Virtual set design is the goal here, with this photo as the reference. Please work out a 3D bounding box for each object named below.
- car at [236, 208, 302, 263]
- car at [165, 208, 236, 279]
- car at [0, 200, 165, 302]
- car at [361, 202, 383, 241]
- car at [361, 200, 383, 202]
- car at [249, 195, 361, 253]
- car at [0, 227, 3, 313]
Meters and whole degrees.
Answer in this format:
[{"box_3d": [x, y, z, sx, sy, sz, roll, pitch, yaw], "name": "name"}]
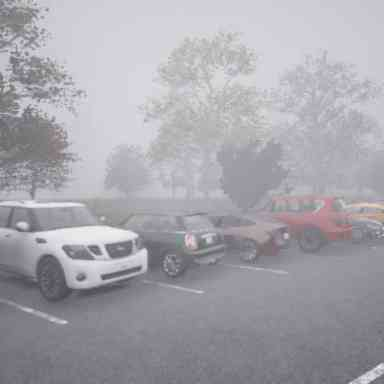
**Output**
[{"box_3d": [1.126, 1.491, 11.989, 4.792, 1.488, 2.163, -1, 0, 35], "name": "car"}, {"box_3d": [-1.264, 1.353, 10.257, 4.553, 1.767, 2.185, -1, 0, 35], "name": "car"}, {"box_3d": [-3.696, 1.236, 8.551, 5.566, 2.045, 2.435, -1, -1, 35], "name": "car"}, {"box_3d": [6.049, 1.395, 15.359, 4.892, 1.521, 2.231, -1, -1, 35], "name": "car"}, {"box_3d": [8.512, 1.344, 17.017, 5.008, 1.535, 2.097, -1, 0, 36], "name": "car"}, {"box_3d": [3.568, 1.182, 13.682, 5.566, 2.045, 2.435, -1, 0, 35], "name": "car"}, {"box_3d": [-6.308, 1.485, 6.935, 5.366, 1.575, 1.946, -1, -1, 34], "name": "car"}]
